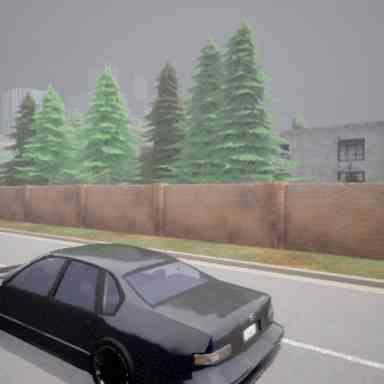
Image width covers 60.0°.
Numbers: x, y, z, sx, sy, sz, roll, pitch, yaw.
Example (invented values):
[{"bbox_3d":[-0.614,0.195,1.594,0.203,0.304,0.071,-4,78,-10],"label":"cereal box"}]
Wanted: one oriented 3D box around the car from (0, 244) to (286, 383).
[{"bbox_3d":[-1.435,1.529,4.986,5.357,1.411,2.033,0,0,35],"label":"car"}]
